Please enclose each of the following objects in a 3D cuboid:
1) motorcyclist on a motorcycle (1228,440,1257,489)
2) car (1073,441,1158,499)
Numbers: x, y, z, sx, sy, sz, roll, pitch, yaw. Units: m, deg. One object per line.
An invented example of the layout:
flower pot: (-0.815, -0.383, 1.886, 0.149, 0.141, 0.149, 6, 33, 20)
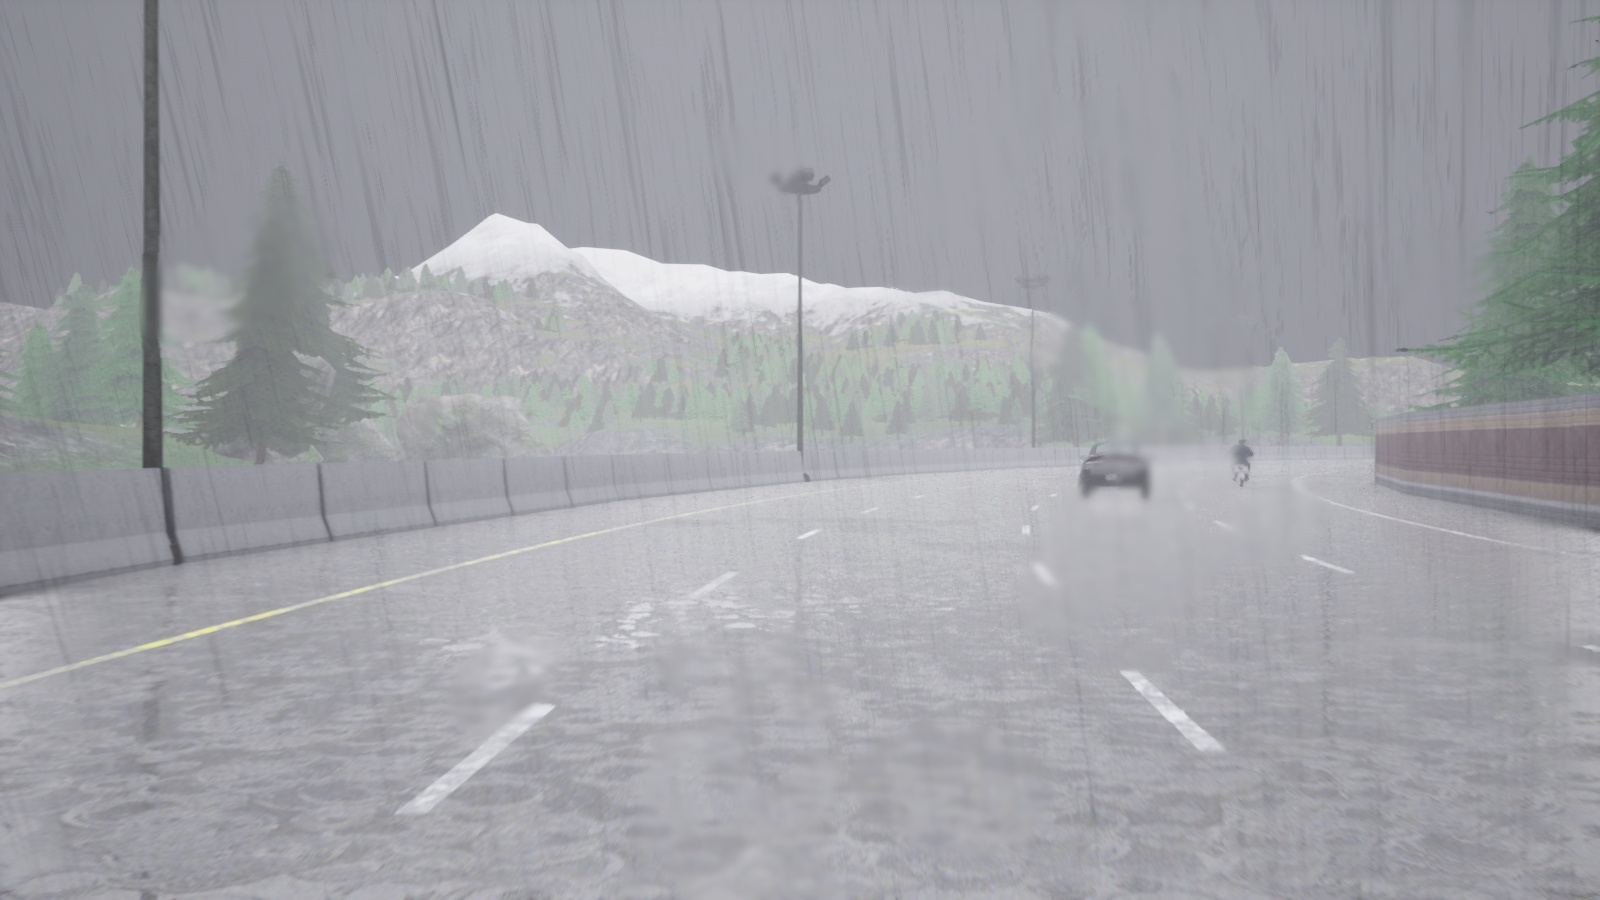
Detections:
motorcyclist on a motorcycle: (14.892, 0.479, 42.210, 0.866, 1.590, 1.817, 1, 1, 20)
car: (9.032, 0.512, 35.669, 2.128, 1.511, 4.902, 0, 0, 16)
